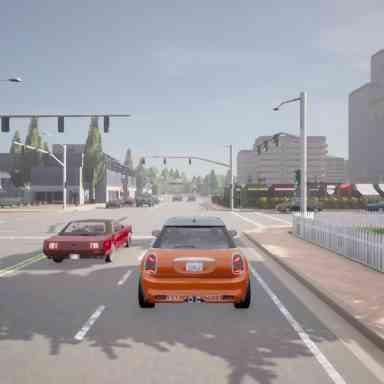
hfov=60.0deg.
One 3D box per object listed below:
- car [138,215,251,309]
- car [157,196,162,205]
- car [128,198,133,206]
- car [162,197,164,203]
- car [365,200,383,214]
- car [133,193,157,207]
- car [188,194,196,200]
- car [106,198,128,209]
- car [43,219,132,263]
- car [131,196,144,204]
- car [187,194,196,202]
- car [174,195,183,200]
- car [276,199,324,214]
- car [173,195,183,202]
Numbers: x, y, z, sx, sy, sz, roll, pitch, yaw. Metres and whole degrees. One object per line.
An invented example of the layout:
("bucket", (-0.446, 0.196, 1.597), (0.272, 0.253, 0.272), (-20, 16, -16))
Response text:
("car", (0.059, 1.352, 8.056), (2.097, 1.767, 4.553), (0, 0, 0))
("car", (-7.111, 1.564, 60.520), (1.994, 1.385, 4.181), (0, 0, 0))
("car", (-10.622, 1.601, 55.049), (1.895, 1.301, 4.718), (0, 0, 0))
("car", (-7.046, 1.524, 70.845), (1.812, 1.442, 4.674), (0, 0, 0))
("car", (20.893, 1.478, 34.962), (5.008, 1.535, 1.882), (0, 0, -2))
("car", (-7.129, 1.221, 51.114), (2.150, 2.045, 5.566), (0, 0, 1))
("car", (-0.057, 1.398, 87.667), (2.128, 1.511, 4.902), (0, 0, 0))
("car", (-10.628, 1.564, 46.287), (1.994, 1.385, 4.181), (0, 0, 0))
("car", (-3.424, 1.601, 11.949), (1.895, 1.301, 4.718), (0, 0, 0))
("car", (-10.588, 1.564, 64.997), (1.994, 1.385, 4.181), (0, 0, 0))
("car", (-0.051, 1.531, 77.391), (2.033, 1.411, 5.357), (0, 0, 0))
("car", (-3.557, 1.425, 87.663), (1.994, 1.385, 4.181), (0, 0, 0))
("car", (11.249, 1.491, 34.718), (4.902, 1.511, 2.128), (0, 0, -2))
("car", (-3.551, 1.513, 77.708), (1.812, 1.442, 4.674), (0, 0, 0))
